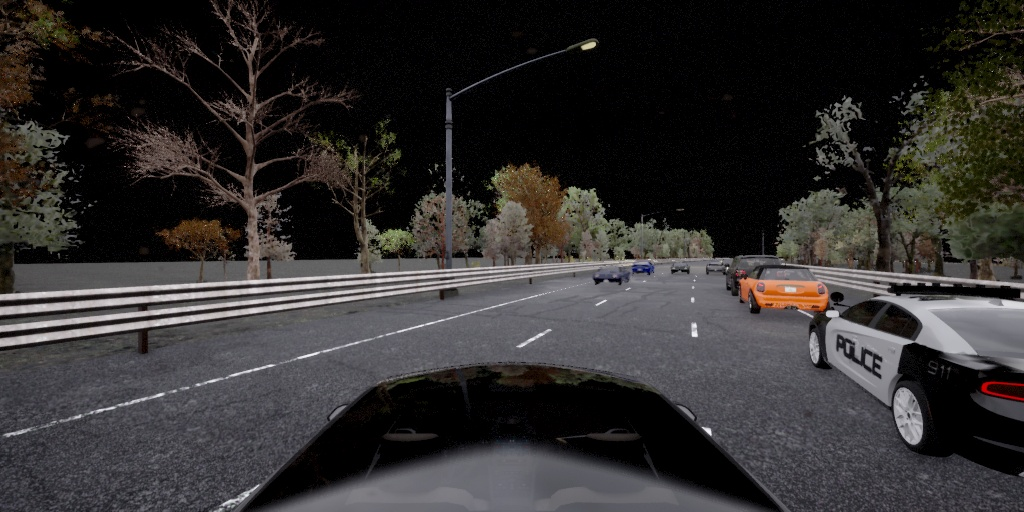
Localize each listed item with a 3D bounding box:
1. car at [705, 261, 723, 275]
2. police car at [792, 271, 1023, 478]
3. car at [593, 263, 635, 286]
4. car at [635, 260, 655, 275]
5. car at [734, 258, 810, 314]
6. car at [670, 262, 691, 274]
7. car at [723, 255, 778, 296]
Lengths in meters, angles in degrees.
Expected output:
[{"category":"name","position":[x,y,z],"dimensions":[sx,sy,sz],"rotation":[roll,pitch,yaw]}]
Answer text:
[{"category":"car","position":[22.352,1.261,39.343],"dimensions":[2.128,1.511,4.902],"rotation":[0,0,29]},{"category":"police car","position":[5.596,1.175,4.682],"dimensions":[1.930,1.638,5.238],"rotation":[0,0,26]},{"category":"car","position":[7.292,1.356,25.789],"dimensions":[1.895,1.301,4.718],"rotation":[0,0,27]},{"category":"car","position":[14.384,1.242,39.173],"dimensions":[1.882,1.535,5.008],"rotation":[0,0,28]},{"category":"car","position":[9.899,1.102,13.415],"dimensions":[2.097,1.767,4.553],"rotation":[0,0,27]},{"category":"car","position":[19.237,1.369,40.819],"dimensions":[1.895,1.301,4.718],"rotation":[0,0,28]},{"category":"car","position":[12.599,0.978,18.755],"dimensions":[2.150,2.045,5.566],"rotation":[0,0,27]}]
